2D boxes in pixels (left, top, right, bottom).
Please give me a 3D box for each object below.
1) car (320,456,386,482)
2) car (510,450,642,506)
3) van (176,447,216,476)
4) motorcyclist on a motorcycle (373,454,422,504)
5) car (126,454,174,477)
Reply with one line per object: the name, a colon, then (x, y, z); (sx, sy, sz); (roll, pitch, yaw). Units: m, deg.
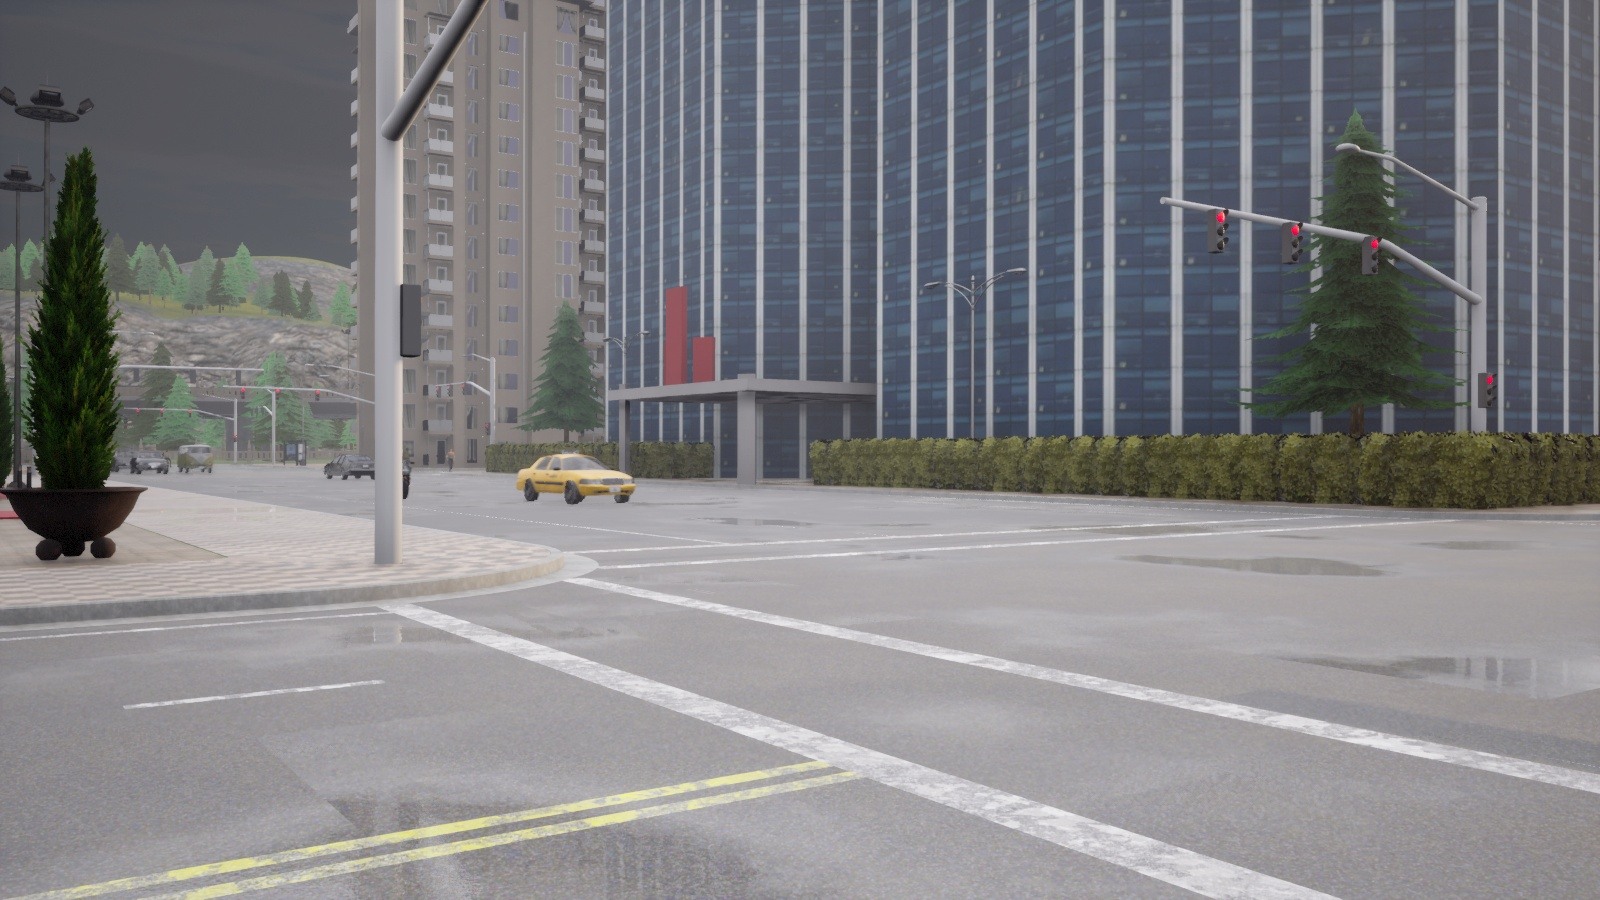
car: (-24.587, 1.013, 68.936); (2.033, 1.411, 5.357); (0, 0, -35)
car: (-6.814, 0.790, 37.674); (1.801, 1.575, 5.366); (0, 0, -35)
van: (-42.374, 0.803, 88.076); (1.775, 1.987, 4.442); (0, 0, -35)
motorcyclist on a motorcycle: (-12.924, 0.906, 40.264); (0.866, 1.530, 2.191); (0, 0, -35)
car: (-42.812, 0.994, 82.626); (2.128, 1.511, 4.902); (0, 0, -35)
